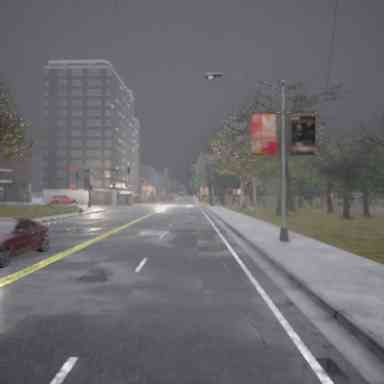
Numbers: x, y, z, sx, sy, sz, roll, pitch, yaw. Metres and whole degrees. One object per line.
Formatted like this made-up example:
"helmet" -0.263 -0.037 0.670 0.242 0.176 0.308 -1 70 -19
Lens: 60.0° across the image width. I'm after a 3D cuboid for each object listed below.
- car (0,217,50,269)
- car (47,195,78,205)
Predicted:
"car" -6.608 1.638 11.699 1.812 1.442 4.674 0 -1 0
"car" -20.906 1.339 53.964 4.553 1.767 2.097 2 -2 -43
